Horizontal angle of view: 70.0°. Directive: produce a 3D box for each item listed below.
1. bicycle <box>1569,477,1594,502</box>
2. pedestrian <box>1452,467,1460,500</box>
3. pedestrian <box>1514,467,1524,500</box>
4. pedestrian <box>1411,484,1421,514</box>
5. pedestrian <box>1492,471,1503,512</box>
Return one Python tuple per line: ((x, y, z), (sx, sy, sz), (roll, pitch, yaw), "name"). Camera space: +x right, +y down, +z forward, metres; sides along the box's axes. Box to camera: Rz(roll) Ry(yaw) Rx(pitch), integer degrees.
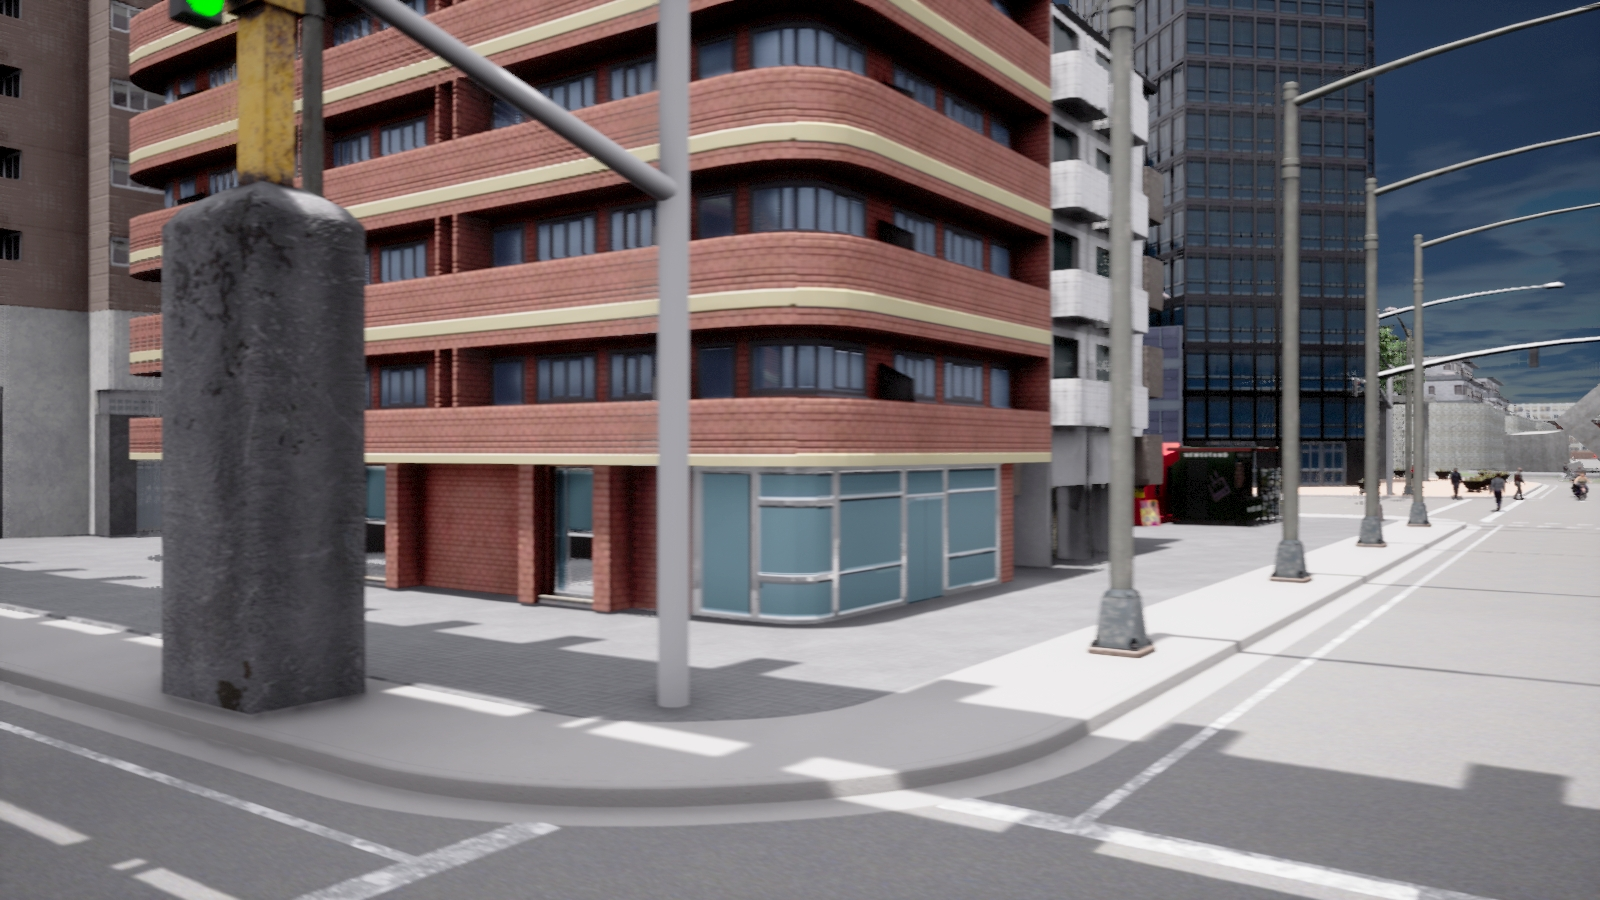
((42.924, 2.159, 62.740), (0.859, 1.301, 1.487), (2, 1, 25), "bicycle")
((37.297, 1.885, 64.955), (0.375, 1.860, 0.375), (0, 0, 35), "pedestrian")
((40.255, 1.875, 63.987), (0.375, 1.860, 0.375), (0, 0, 10), "pedestrian")
((27.285, 2.173, 50.610), (0.375, 1.300, 0.375), (0, 0, 36), "pedestrian")
((31.824, 1.882, 52.124), (0.375, 1.860, 0.375), (0, 0, 39), "pedestrian")
